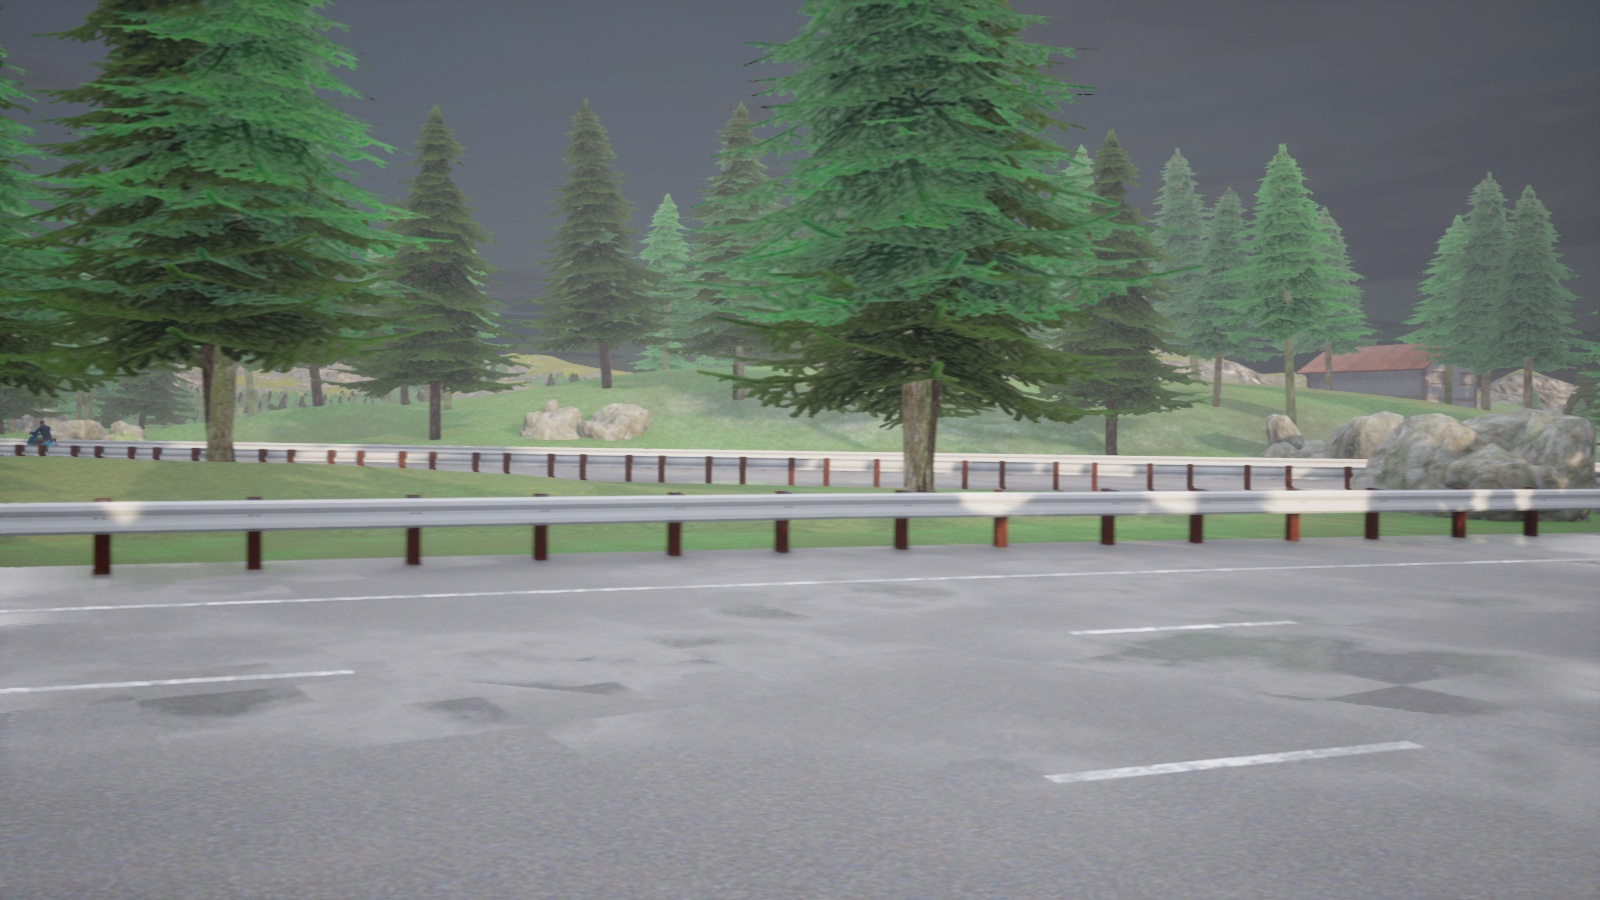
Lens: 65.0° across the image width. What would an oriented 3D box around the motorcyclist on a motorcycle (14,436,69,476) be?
[{"bbox_3d":[-30.439,0.243,50.398,1.817,1.590,0.866,0,1,18],"label":"motorcyclist on a motorcycle"}]
